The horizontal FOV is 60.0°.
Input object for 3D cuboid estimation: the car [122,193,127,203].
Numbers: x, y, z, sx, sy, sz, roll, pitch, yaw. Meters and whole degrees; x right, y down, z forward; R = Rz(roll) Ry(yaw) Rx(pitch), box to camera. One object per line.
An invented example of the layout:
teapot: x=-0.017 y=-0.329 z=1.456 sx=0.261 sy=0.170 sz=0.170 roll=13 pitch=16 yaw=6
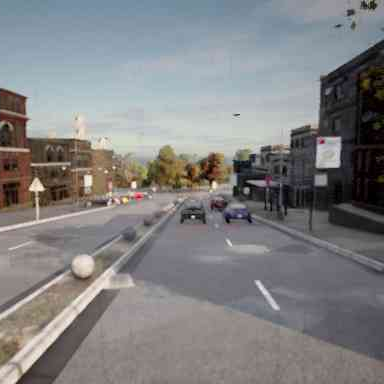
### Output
car: x=-14.078 y=1.370 z=56.226 sx=4.792 sy=1.488 sz=2.163 roll=-1 pitch=0 yaw=-20

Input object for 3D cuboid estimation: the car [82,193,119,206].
car: x=-14.009 y=1.362 z=50.140 sx=4.892 sy=1.521 sz=2.231 roll=-1 pitch=0 yaw=-20

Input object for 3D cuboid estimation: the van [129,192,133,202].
van: x=-13.959 y=1.094 z=62.380 sx=4.442 sy=1.987 sz=1.878 roll=-1 pitch=0 yaw=-20

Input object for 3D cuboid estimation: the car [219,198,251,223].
car: x=3.319 y=1.476 z=25.222 sx=1.812 sy=1.442 sz=4.674 roll=0 pitch=0 yaw=1

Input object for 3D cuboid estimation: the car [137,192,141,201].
car: x=-14.080 y=1.294 z=71.475 sx=4.892 sy=1.521 sz=2.231 roll=-1 pitch=0 yaw=-20

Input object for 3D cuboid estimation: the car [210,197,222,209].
car: x=3.342 y=1.393 z=43.571 sx=1.882 sy=1.535 sz=5.008 roll=0 pitch=0 yaw=0

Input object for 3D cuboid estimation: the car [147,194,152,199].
car: x=-14.099 y=0.996 z=86.717 sx=5.566 sy=2.045 sz=2.435 roll=-1 pitch=0 yaw=-20

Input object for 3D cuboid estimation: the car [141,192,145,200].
car: x=-14.121 y=1.033 z=74.505 sx=5.566 sy=2.045 sz=2.435 roll=-1 pitch=0 yaw=-20

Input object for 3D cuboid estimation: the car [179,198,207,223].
car: x=0.084 y=1.458 z=25.382 sx=1.837 sy=1.490 sz=4.892 roll=0 pitch=1 yaw=0

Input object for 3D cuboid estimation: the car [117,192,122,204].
car: x=-14.070 y=1.225 z=53.183 sx=4.553 sy=1.767 sz=2.185 roll=-1 pitch=0 yaw=-20

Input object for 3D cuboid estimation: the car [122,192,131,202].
car: x=-14.232 y=1.330 z=59.221 sx=5.366 sy=1.575 sz=1.946 roll=-1 pitch=0 yaw=-20

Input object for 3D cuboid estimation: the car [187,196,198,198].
car: x=0.086 y=1.270 z=43.091 sx=2.097 sy=1.767 sz=4.553 roll=0 pitch=0 yaw=0

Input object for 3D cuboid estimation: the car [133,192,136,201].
car: x=-14.042 y=1.186 z=65.389 sx=4.553 sy=1.767 sz=2.185 roll=-1 pitch=0 yaw=-20

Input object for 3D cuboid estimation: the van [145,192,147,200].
van: x=-14.001 y=1.038 z=80.655 sx=4.442 sy=1.987 sz=1.878 roll=-1 pitch=0 yaw=-20

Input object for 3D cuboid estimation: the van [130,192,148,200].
van: x=-14.240 y=1.014 z=89.705 sx=4.442 sy=1.987 sz=1.878 roll=-1 pitch=0 yaw=-20
